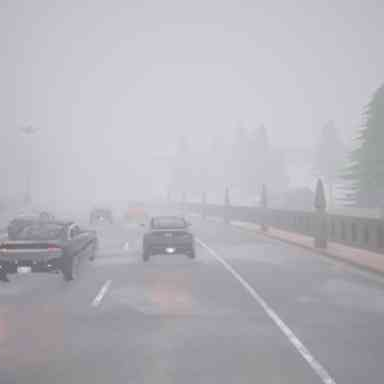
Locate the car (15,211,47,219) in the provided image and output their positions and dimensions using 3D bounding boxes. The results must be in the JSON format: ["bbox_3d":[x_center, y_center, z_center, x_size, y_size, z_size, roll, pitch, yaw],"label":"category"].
[{"bbox_3d":[-9.081,1.806,19.266,1.812,1.442,4.674,0,-1,-11],"label":"car"}]

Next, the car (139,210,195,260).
[{"bbox_3d":[-1.014,1.678,13.290,1.837,1.490,4.892,0,-1,-7],"label":"car"}]

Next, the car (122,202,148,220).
[{"bbox_3d":[-5.853,1.804,33.934,2.097,1.767,4.553,0,-1,-18],"label":"car"}]

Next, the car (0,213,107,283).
[{"bbox_3d":[-4.159,1.638,10.205,2.128,1.511,4.902,0,-1,-6],"label":"car"}]

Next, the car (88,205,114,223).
[{"bbox_3d":[-7.942,1.904,29.064,1.837,1.490,4.892,0,-1,-16],"label":"car"}]
